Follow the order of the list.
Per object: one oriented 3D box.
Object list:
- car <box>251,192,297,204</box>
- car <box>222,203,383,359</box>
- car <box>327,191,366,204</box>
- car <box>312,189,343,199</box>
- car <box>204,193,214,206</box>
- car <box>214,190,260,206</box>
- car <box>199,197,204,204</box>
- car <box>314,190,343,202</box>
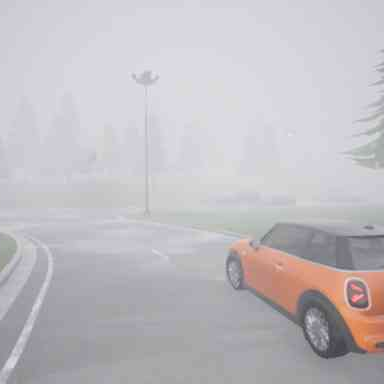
[{"bbox_3d":[9.911,1.052,38.795,4.902,1.511,2.128,-1,1,-20],"label":"car"},{"bbox_3d":[2.257,1.274,6.204,2.097,1.767,4.553,-1,1,-14],"label":"car"},{"bbox_3d":[21.952,0.963,46.835,4.718,1.301,1.895,-1,1,-19],"label":"car"},{"bbox_3d":[22.343,0.516,54.355,5.566,2.045,2.150,-1,0,-20],"label":"car"},{"bbox_3d":[4.493,1.097,44.276,4.674,1.442,1.812,-1,1,-20],"label":"car"},{"bbox_3d":[6.017,0.804,41.105,5.566,2.045,2.150,-1,1,-21],"label":"car"},{"bbox_3d":[3.284,0.909,47.552,4.553,1.767,2.097,-1,0,-20],"label":"car"},{"bbox_3d":[21.546,0.827,50.395,4.902,1.511,2.128,-1,0,-19],"label":"car"}]
